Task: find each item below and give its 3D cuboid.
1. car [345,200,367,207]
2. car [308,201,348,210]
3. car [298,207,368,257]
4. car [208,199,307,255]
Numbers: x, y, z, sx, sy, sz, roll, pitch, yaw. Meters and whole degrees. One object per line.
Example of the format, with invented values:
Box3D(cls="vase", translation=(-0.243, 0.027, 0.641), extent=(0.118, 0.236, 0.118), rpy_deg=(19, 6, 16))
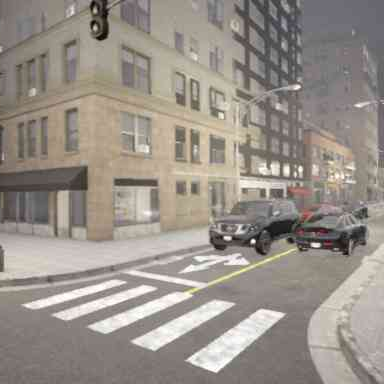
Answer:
Box3D(cls="car", translation=(14.741, 1.510, 30.635), extent=(2.097, 1.767, 4.553), rpy_deg=(-1, -1, 36))
Box3D(cls="car", translation=(8.810, 1.610, 22.484), extent=(1.882, 1.535, 5.008), rpy_deg=(-1, -1, 36))
Box3D(cls="car", translation=(5.758, 1.579, 13.480), extent=(1.837, 1.490, 4.892), rpy_deg=(-2, -1, 38))
Box3D(cls="car", translation=(2.903, 1.334, 14.359), extent=(2.150, 2.045, 5.566), rpy_deg=(-1, -1, 36))
